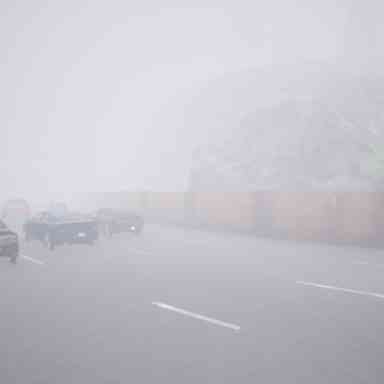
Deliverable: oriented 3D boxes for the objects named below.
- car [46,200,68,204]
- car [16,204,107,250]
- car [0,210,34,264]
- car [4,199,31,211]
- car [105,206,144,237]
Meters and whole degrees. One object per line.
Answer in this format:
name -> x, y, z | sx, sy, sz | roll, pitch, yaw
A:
car -> -13.860, 1.555, 34.172 | 2.128, 1.511, 4.902 | 0, 0, -25
car -> -5.920, 1.506, 14.678 | 1.882, 1.535, 5.008 | 0, 0, -42
car -> -7.243, 1.503, 10.963 | 2.128, 1.511, 4.902 | 0, 0, -43
car -> -15.994, 1.397, 30.529 | 2.097, 1.767, 4.553 | 0, 0, -26
car -> -4.489, 1.551, 18.412 | 1.837, 1.490, 4.892 | 0, 0, -40
